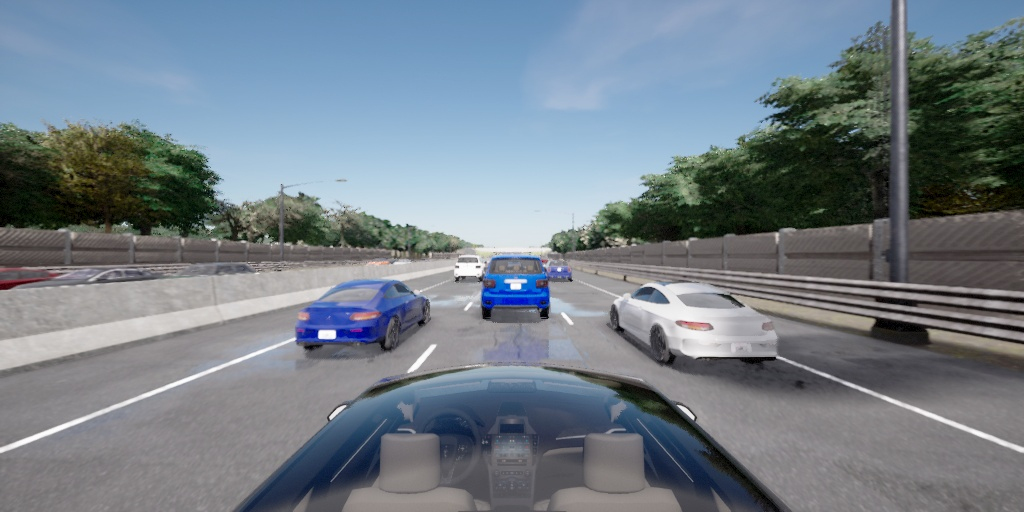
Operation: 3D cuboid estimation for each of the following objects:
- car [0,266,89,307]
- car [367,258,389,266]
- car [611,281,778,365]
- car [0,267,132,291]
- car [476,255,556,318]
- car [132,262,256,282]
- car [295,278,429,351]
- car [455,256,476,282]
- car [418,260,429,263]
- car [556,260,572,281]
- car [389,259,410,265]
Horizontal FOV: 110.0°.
[{"bbox_3d":[-21.074,1.233,14.538,1.882,1.535,5.008,0,0,0],"label":"car"},{"bbox_3d":[-20.741,1.137,55.746,2.097,1.767,4.553,0,0,1],"label":"car"},{"bbox_3d":[3.608,1.279,7.936,1.812,1.442,4.674,0,0,0],"label":"car"},{"bbox_3d":[-17.572,1.248,15.279,2.128,1.511,4.902,0,0,0],"label":"car"},{"bbox_3d":[0.119,0.978,13.098,2.150,2.045,5.566,0,0,0],"label":"car"},{"bbox_3d":[-14.065,1.109,16.633,2.097,1.767,4.553,0,0,0],"label":"car"},{"bbox_3d":[-3.390,1.279,8.888,1.812,1.442,4.674,0,0,0],"label":"car"},{"bbox_3d":[-3.311,0.988,29.450,2.150,2.045,5.566,0,0,0],"label":"car"},{"bbox_3d":[-13.735,1.350,56.666,1.994,1.385,4.181,0,0,1],"label":"car"},{"bbox_3d":[3.694,1.119,30.069,2.097,1.767,4.553,0,0,0],"label":"car"},{"bbox_3d":[-17.233,1.312,56.429,1.812,1.442,4.674,0,0,1],"label":"car"}]
